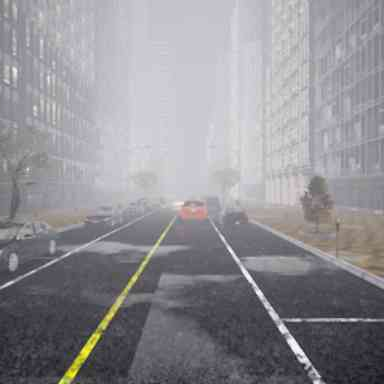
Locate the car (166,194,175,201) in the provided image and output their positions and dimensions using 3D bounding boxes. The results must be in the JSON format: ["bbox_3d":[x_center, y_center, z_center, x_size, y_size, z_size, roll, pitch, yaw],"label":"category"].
[{"bbox_3d":[-5.724,1.415,90.004,2.192,1.841,5.009,-1,0,0],"label":"car"}]

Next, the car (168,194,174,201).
[{"bbox_3d":[-5.717,1.634,72.953,2.008,1.369,4.403,-1,0,0],"label":"car"}]

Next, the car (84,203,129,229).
[{"bbox_3d":[-5.703,1.577,21.800,2.008,1.369,4.403,-1,0,0],"label":"car"}]

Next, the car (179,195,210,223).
[{"bbox_3d":[0.097,1.383,26.131,2.097,1.767,4.553,0,0,0],"label":"car"}]

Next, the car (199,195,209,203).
[{"bbox_3d":[2.662,1.523,72.956,1.967,1.590,4.097,-1,0,0],"label":"car"}]

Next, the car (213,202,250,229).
[{"bbox_3d":[2.678,1.577,21.802,2.008,1.369,4.403,-1,0,0],"label":"car"}]

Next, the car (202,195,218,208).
[{"bbox_3d":[2.668,1.374,50.222,2.192,1.841,5.009,-1,0,0],"label":"car"}]

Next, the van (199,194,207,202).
[{"bbox_3d":[2.660,1.430,78.639,1.690,1.788,3.998,-1,0,0],"label":"van"}]

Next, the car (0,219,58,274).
[{"bbox_3d":[-5.700,1.564,10.433,2.008,1.369,4.403,-1,0,0],"label":"car"}]

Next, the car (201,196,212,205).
[{"bbox_3d":[2.666,1.512,61.588,1.967,1.590,4.097,-1,0,0],"label":"car"}]

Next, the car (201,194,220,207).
[{"bbox_3d":[2.669,1.368,44.537,2.192,1.841,5.009,-1,0,0],"label":"car"}]

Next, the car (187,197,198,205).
[{"bbox_3d":[0.084,1.632,60.242,1.994,1.385,4.181,0,0,0],"label":"car"}]

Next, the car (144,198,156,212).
[{"bbox_3d":[-5.709,1.487,38.851,1.967,1.590,4.097,-1,0,0],"label":"car"}]

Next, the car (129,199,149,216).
[{"bbox_3d":[-5.706,1.622,33.167,1.802,1.307,4.206,-1,0,0],"label":"car"}]

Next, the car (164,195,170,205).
[{"bbox_3d":[-5.714,1.638,61.586,1.947,1.339,4.313,-1,0,0],"label":"car"}]

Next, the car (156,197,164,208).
[{"bbox_3d":[-5.711,1.585,50.049,1.752,1.417,4.829,-1,0,0],"label":"car"}]

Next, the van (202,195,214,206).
[{"bbox_3d":[2.666,1.407,55.905,1.690,1.788,3.998,-1,0,0],"label":"van"}]
